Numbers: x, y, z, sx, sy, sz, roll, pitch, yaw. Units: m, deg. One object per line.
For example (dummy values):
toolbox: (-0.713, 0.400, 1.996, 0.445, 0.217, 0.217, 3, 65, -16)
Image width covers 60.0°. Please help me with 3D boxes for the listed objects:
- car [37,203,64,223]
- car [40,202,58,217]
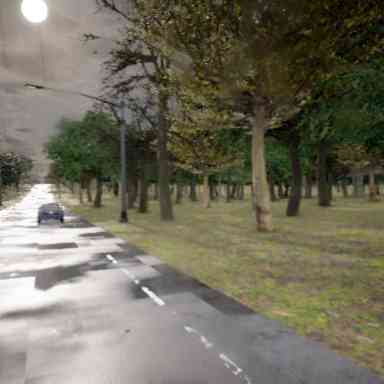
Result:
car: (-12.872, 1.810, 30.262, 2.097, 1.767, 4.553, 0, -1, -24)
car: (-17.504, 2.060, 40.599, 1.882, 1.535, 5.008, 0, 0, -24)
